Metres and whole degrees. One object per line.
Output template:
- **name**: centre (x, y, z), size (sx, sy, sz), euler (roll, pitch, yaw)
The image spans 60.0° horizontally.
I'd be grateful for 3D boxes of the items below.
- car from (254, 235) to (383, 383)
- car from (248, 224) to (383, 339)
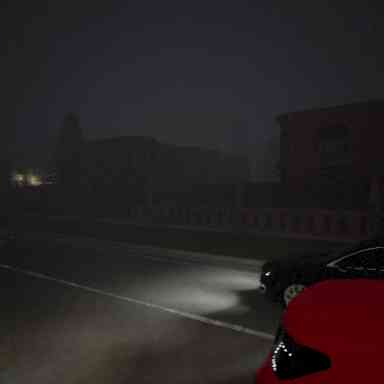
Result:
- **car**: centre (3.147, 1.224, 1.746), size (5.566, 2.045, 2.150), euler (0, 0, 36)
- **car**: centre (3.597, 1.505, 5.726), size (4.892, 1.490, 1.837), euler (0, 0, 36)
